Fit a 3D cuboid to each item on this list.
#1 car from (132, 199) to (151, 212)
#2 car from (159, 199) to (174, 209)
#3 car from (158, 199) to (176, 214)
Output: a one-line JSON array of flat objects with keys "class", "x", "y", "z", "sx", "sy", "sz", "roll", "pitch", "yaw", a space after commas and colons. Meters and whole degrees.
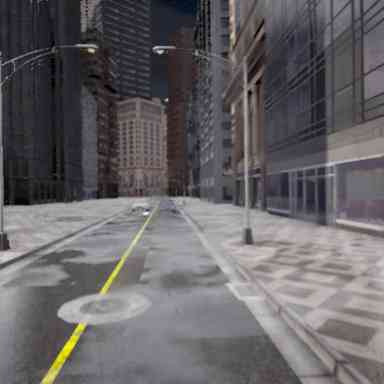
[{"class": "car", "x": -6.044, "y": 1.578, "z": 39.730, "sx": 1.812, "sy": 1.442, "sz": 4.674, "roll": -1, "pitch": 0, "yaw": -4}, {"class": "car", "x": -3.550, "y": 1.617, "z": 46.376, "sx": 1.895, "sy": 1.301, "sz": 4.718, "roll": -1, "pitch": 0, "yaw": -4}, {"class": "car", "x": -2.669, "y": 1.556, "z": 35.391, "sx": 2.033, "sy": 1.411, "sz": 5.357, "roll": -1, "pitch": 0, "yaw": -4}]
